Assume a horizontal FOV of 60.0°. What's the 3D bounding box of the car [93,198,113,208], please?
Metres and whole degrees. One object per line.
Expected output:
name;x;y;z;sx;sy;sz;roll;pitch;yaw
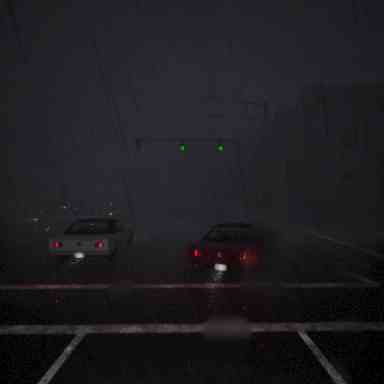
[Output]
car;-14.049;1.676;52.566;1.994;1.385;4.181;0;0;0

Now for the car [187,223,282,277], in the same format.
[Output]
car;1.595;1.628;10.512;1.895;1.301;4.718;0;0;23

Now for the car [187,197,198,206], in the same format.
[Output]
car;0.101;1.603;59.187;1.882;1.535;5.008;0;0;0

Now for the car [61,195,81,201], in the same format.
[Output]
car;-32.466;1.643;89.439;2.038;1.542;4.974;0;0;29

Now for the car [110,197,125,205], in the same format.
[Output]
car;-13.997;1.659;62.488;1.812;1.442;4.674;0;0;0

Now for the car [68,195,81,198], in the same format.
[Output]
car;-14.085;1.443;42.685;2.097;1.767;4.553;0;0;1

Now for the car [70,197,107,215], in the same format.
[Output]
car;-10.594;1.599;34.408;1.812;1.442;4.674;0;0;0

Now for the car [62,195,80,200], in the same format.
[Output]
car;-32.491;1.486;89.394;1.853;1.218;4.536;0;0;29

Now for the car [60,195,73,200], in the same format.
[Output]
car;-31.708;1.474;84.115;1.853;1.218;4.536;0;0;-36

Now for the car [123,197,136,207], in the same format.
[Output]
car;-10.546;1.675;52.062;1.994;1.385;4.181;0;0;1

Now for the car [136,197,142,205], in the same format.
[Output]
car;-10.497;1.680;62.455;2.033;1.411;5.357;0;0;0

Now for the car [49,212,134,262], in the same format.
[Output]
car;-3.400;1.629;12.270;1.895;1.301;4.718;0;0;0

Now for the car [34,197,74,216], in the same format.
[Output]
car;-14.097;1.564;33.631;2.128;1.511;4.902;0;0;0

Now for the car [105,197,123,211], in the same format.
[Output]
car;-10.589;1.442;42.133;2.097;1.767;4.553;0;0;0

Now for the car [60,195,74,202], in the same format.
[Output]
car;-31.677;1.632;84.073;2.038;1.542;4.974;0;0;-36
